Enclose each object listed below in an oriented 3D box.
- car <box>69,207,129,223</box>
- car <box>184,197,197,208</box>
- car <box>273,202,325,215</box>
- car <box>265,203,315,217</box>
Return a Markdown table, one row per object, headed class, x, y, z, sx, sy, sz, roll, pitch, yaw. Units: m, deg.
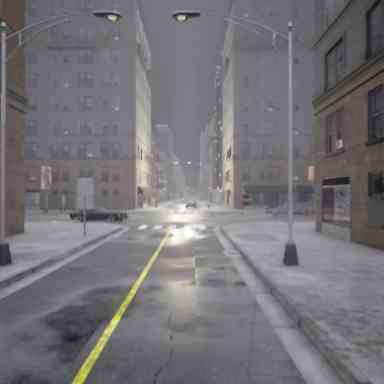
| class | x | y | z | sx | sy | sz | roll | pitch | yaw |
| --- | --- | --- | --- | --- | --- | --- | --- | --- | --- |
| car | -7.705 | 1.908 | 27.827 | 4.718 | 1.301 | 1.895 | 0 | -1 | 15 |
| car | -0.087 | 2.145 | 60.929 | 2.128 | 1.511 | 4.902 | 0 | -1 | 0 |
| car | 12.394 | 1.929 | 38.661 | 5.357 | 1.411 | 2.033 | 0 | -1 | 0 |
| car | 10.617 | 1.901 | 35.411 | 5.357 | 1.411 | 2.033 | 0 | -1 | 0 |
